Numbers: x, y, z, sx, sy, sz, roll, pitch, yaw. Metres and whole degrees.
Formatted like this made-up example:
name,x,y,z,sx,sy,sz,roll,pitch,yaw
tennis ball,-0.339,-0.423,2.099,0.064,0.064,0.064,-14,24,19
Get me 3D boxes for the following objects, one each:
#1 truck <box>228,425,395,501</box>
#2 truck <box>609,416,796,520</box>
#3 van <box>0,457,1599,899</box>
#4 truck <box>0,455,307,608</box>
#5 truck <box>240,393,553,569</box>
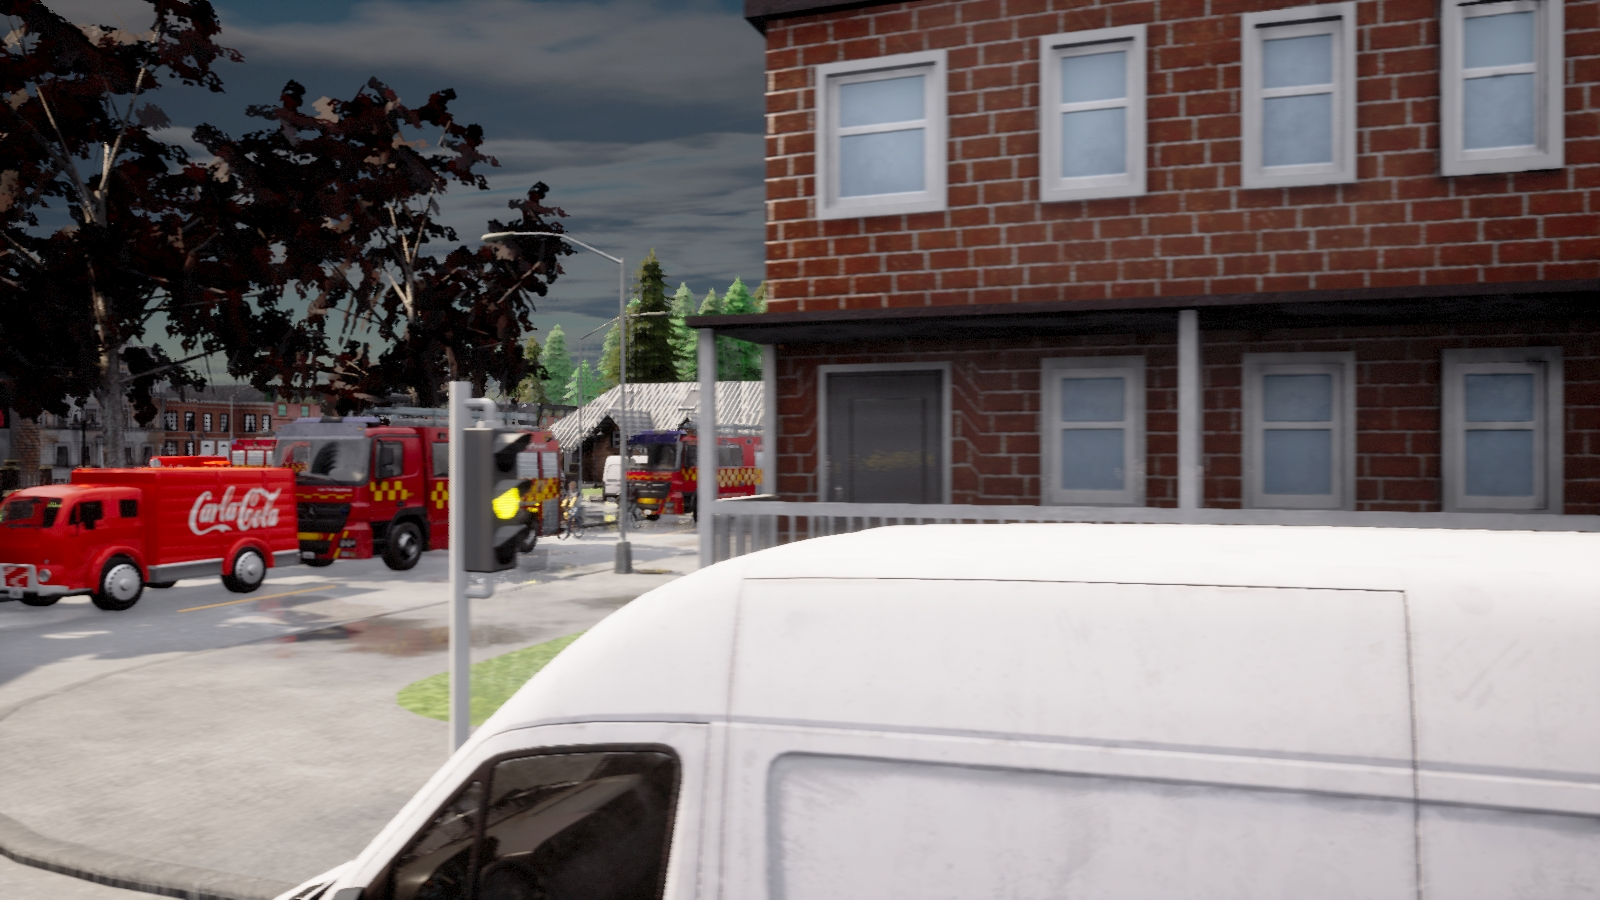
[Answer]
name,x,y,z,sx,sy,sz,roll,pitch,yaw
truck,-26.012,0.667,60.800,8.468,3.827,2.891,0,0,20
truck,-3.759,0.669,46.578,2.891,3.827,8.468,0,0,34
van,0.605,1.314,3.465,5.915,2.561,1.988,0,0,19
truck,-12.290,1.347,21.596,2.627,2.467,5.204,0,0,19
truck,-9.869,0.669,29.286,2.891,3.827,8.468,0,0,19
